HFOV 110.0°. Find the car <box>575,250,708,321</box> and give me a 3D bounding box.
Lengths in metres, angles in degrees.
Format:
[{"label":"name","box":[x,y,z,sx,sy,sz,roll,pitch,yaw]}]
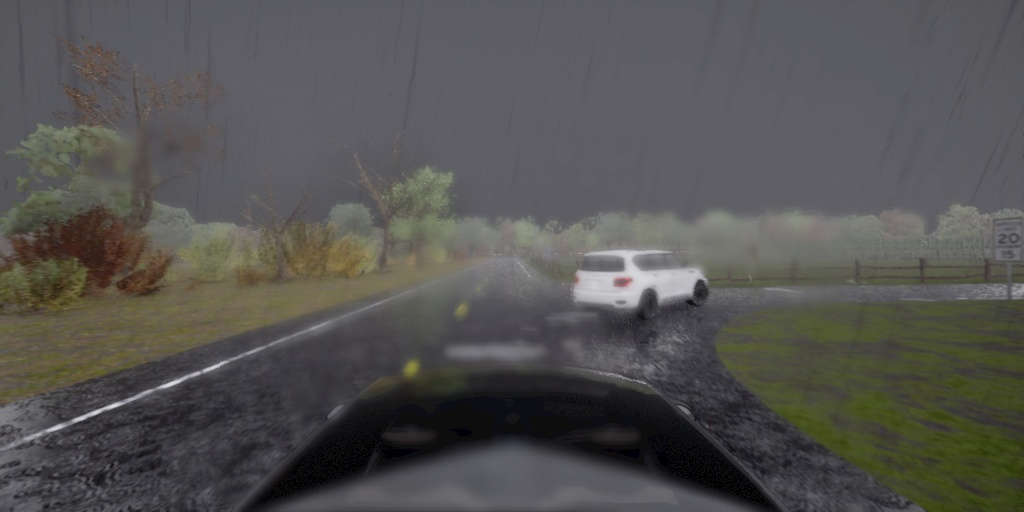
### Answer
[{"label":"car","box":[4.531,0.826,12.222,5.566,2.045,2.150,-3,1,-39]}]
